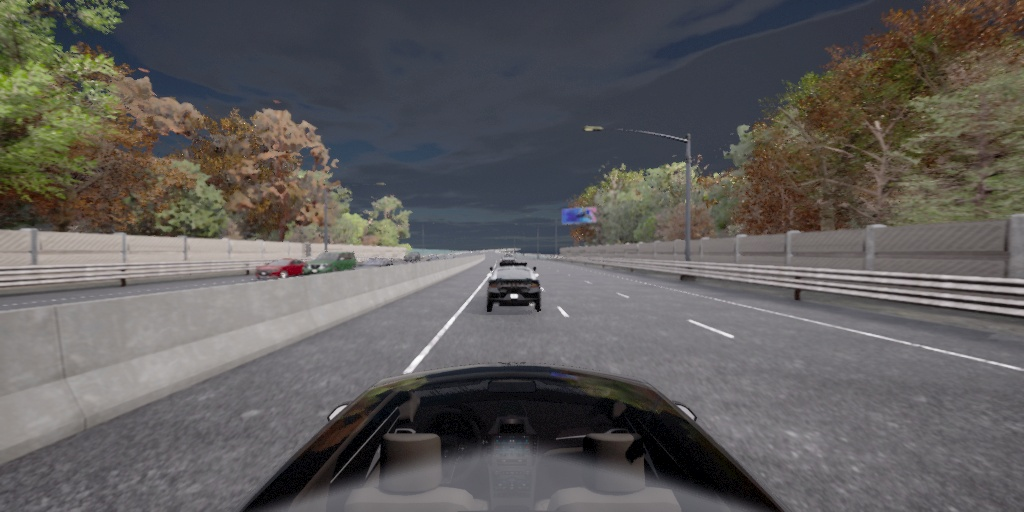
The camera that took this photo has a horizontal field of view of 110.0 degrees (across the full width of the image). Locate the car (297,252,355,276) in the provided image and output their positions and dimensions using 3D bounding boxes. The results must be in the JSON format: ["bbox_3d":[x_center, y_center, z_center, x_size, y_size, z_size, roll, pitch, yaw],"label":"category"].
[{"bbox_3d":[-14.310,0.691,28.676,2.150,2.045,5.566,0,1,-1],"label":"car"}]

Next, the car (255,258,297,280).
[{"bbox_3d":[-17.800,0.957,28.137,1.882,1.535,5.008,0,0,-1],"label":"car"}]

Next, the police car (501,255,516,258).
[{"bbox_3d":[-0.446,0.717,44.948,1.930,1.638,5.238,0,1,-1],"label":"police car"}]

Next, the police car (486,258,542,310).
[{"bbox_3d":[0.048,1.045,13.993,1.930,1.638,5.238,0,1,0],"label":"police car"}]

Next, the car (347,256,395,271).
[{"bbox_3d":[-10.806,0.965,28.525,2.128,1.511,4.902,0,0,-1],"label":"car"}]
